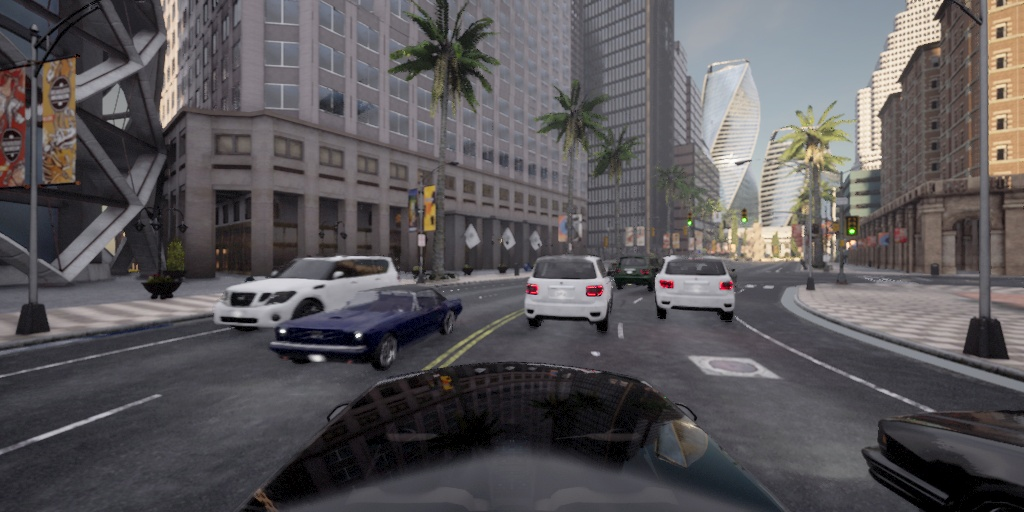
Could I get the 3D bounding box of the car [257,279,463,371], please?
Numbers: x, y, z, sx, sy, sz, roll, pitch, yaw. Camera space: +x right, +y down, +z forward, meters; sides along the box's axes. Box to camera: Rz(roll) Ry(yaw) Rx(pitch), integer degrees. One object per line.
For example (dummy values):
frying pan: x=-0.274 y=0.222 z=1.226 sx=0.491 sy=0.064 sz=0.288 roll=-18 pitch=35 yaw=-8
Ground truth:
car: x=-2.743 y=1.368 z=8.015 sx=1.895 sy=1.301 sz=4.718 roll=0 pitch=0 yaw=12

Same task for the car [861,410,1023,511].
car: x=3.804 y=1.296 z=0.347 sx=2.033 sy=1.411 sz=5.357 roll=0 pitch=0 yaw=-2

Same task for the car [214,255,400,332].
car: x=-5.625 y=0.995 z=10.948 sx=2.150 sy=2.045 sz=5.566 roll=0 pitch=0 yaw=15

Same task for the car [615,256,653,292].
car: x=8.300 y=1.034 z=22.510 sx=2.150 sy=2.045 sz=5.566 roll=0 pitch=-1 yaw=37

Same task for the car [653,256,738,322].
car: x=6.312 y=1.008 z=12.841 sx=2.150 sy=2.045 sz=5.566 roll=0 pitch=0 yaw=22

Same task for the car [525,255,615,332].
car: x=1.993 y=1.002 z=11.324 sx=2.150 sy=2.045 sz=5.566 roll=0 pitch=0 yaw=17
